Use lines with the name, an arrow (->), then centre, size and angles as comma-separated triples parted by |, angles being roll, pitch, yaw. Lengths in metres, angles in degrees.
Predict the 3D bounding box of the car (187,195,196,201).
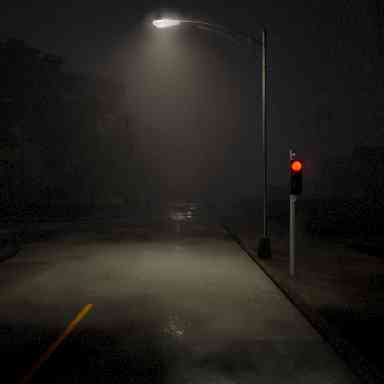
car -> -0.084, 1.426, 77.535 | 1.895, 1.301, 4.718 | 0, 0, 0

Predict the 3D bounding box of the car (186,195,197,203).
car -> -0.073, 1.525, 67.501 | 1.812, 1.442, 4.674 | 0, 0, 0
